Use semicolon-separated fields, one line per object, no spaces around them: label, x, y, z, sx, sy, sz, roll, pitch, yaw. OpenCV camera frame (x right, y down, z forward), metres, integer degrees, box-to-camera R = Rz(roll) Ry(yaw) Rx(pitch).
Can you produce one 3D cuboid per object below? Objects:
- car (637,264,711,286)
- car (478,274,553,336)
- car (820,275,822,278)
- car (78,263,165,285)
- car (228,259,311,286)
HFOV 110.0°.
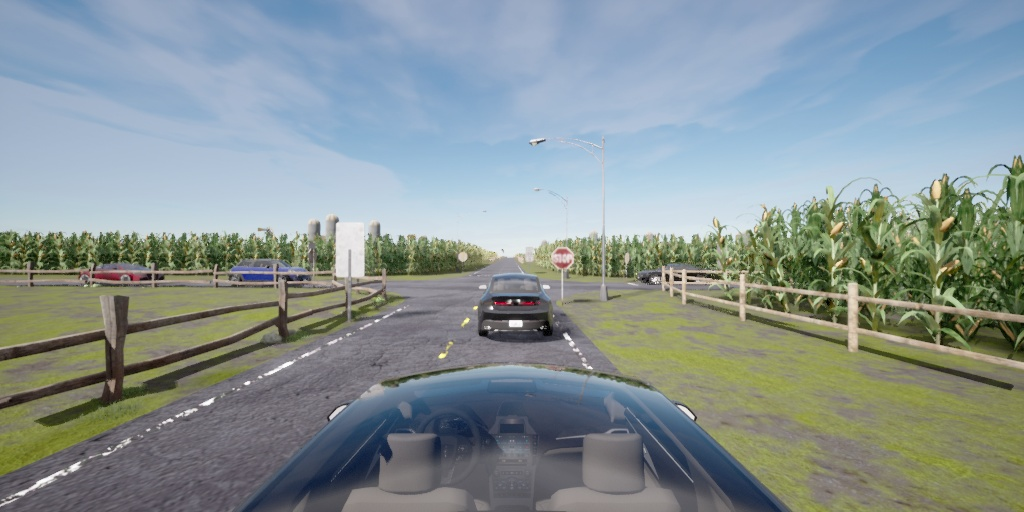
car;11.758;1.323;26.205;5.008;1.535;1.882;0;-1;1
car;0.078;1.254;10.368;1.837;1.490;4.892;0;0;0
car;23.095;1.386;23.172;4.902;1.511;2.128;0;-1;1
car;-25.508;1.158;23.521;4.181;1.385;1.994;0;-1;1
car;-15.670;0.999;23.395;4.553;1.767;2.097;0;-1;2
